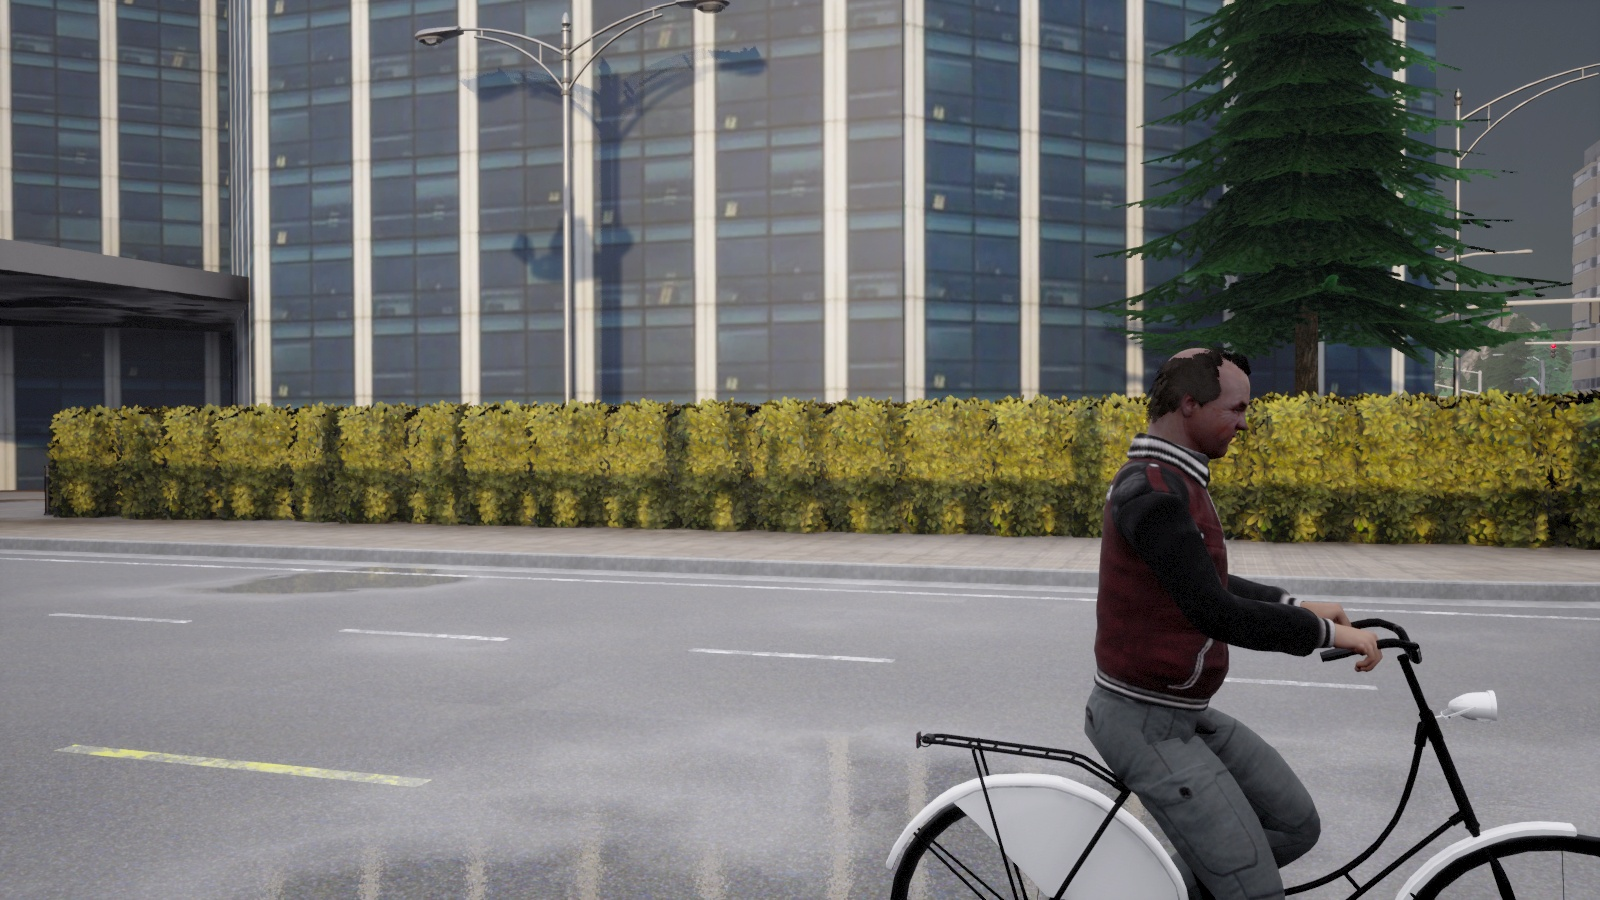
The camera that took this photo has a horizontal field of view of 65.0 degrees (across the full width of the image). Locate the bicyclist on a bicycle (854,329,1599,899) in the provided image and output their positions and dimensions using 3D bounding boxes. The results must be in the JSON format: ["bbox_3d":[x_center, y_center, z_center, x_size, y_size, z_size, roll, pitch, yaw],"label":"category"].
[{"bbox_3d":[1.099,0.656,2.832,1.843,1.776,0.659,0,1,18],"label":"bicyclist on a bicycle"}]
